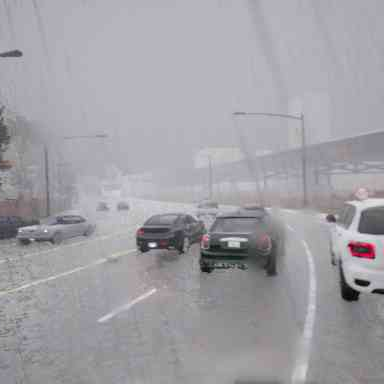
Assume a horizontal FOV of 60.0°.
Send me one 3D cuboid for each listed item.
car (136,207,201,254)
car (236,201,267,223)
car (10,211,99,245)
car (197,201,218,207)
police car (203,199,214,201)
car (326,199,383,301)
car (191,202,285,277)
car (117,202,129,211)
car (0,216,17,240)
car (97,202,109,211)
[{"bbox_3d":[-0.736,1.641,14.214,1.837,1.490,4.892,-1,0,16],"label":"car"},{"bbox_3d":[4.846,1.567,27.646,1.882,1.535,5.008,-2,0,3],"label":"car"},{"bbox_3d":[-7.097,1.963,17.919,1.895,1.301,4.718,-2,-1,13],"label":"car"},{"bbox_3d":[1.333,1.871,33.611,1.895,1.301,4.718,-2,-1,-3],"label":"car"},{"bbox_3d":[2.174,1.798,47.789,1.930,1.638,5.238,-2,-1,-15],"label":"police car"},{"bbox_3d":[4.564,1.151,7.953,2.150,2.045,5.566,-2,0,20],"label":"car"},{"bbox_3d":[1.788,1.383,10.647,2.097,1.767,4.553,-2,-1,19],"label":"car"},{"bbox_3d":[-12.542,2.571,60.245,1.882,1.535,5.008,-2,-1,-17],"label":"car"},{"bbox_3d":[-10.588,2.014,18.120,2.033,1.411,5.357,-2,-1,14],"label":"car"},{"bbox_3d":[-16.016,2.580,59.629,2.097,1.767,4.553,-2,-1,-17],"label":"car"}]
